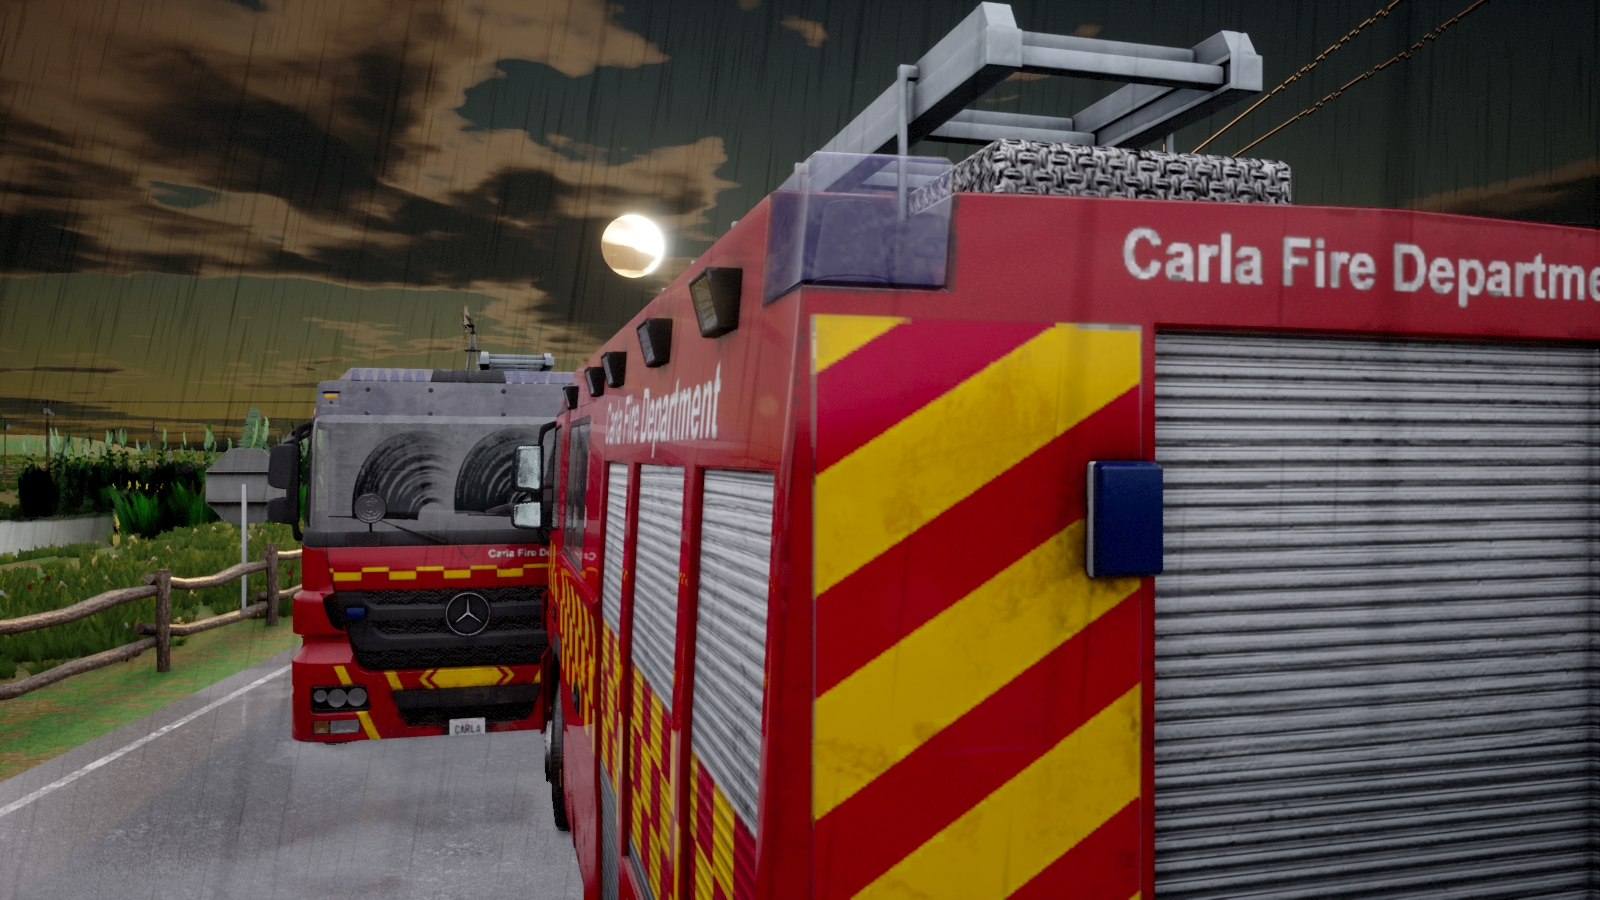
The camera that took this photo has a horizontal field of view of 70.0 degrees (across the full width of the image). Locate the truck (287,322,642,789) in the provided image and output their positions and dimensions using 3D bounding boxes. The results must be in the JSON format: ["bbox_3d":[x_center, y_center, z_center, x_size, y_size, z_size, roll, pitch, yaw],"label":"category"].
[{"bbox_3d":[-3.924,0.862,13.828,2.891,3.827,8.468,0,0,-15],"label":"truck"}]

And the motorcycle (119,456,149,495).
[{"bbox_3d":[-41.412,1.577,71.097,0.803,2.348,2.033,0,0,-4],"label":"motorcycle"}]

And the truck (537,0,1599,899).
[{"bbox_3d":[0.093,0.867,6.870,2.891,3.827,8.468,0,0,-15],"label":"truck"}]
